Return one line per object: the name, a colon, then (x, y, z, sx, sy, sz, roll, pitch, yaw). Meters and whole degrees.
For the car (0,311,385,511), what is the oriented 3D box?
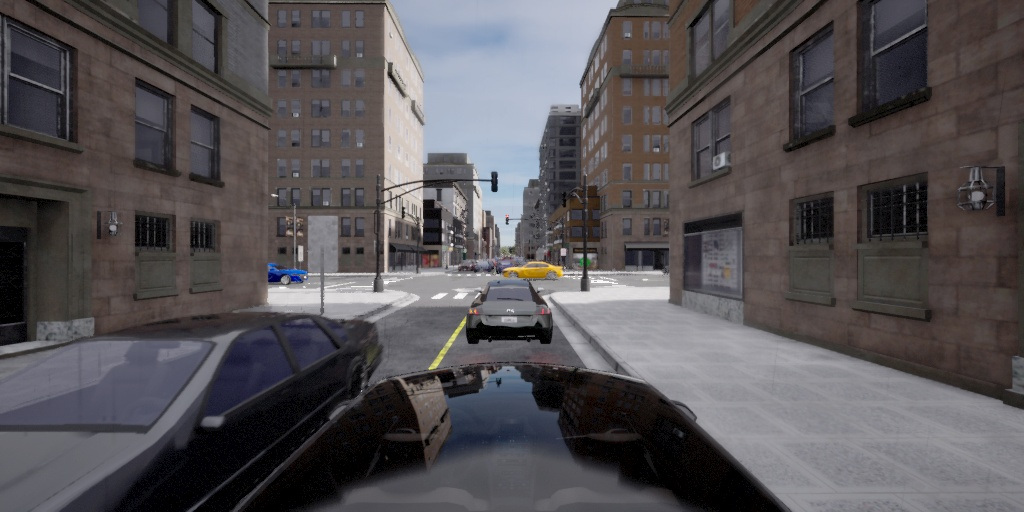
car: (-2.867, 1.297, 3.301, 2.033, 1.411, 5.357, 0, 0, -1)

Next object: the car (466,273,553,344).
car: (-0.067, 1.314, 9.578, 1.994, 1.385, 4.181, 0, 0, 0)

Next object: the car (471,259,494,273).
car: (-3.560, 1.309, 44.633, 1.812, 1.442, 4.674, 0, 0, 1)

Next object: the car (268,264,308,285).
car: (-17.575, 1.288, 26.167, 5.008, 1.535, 1.882, 0, 0, 1)

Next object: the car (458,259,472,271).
car: (-6.108, 1.230, 48.587, 1.967, 1.591, 4.097, 0, 0, 0)

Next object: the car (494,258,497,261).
car: (-3.608, 1.347, 54.313, 2.033, 1.411, 5.357, 0, 0, 0)

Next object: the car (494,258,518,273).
car: (-0.634, 1.303, 40.781, 1.812, 1.442, 4.674, -1, 0, -7)

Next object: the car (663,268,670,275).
car: (17.015, 1.232, 33.322, 5.357, 1.411, 2.033, 0, 0, -1)

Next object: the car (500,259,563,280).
car: (1.742, 1.228, 29.876, 5.008, 1.535, 1.882, 0, 0, -1)
